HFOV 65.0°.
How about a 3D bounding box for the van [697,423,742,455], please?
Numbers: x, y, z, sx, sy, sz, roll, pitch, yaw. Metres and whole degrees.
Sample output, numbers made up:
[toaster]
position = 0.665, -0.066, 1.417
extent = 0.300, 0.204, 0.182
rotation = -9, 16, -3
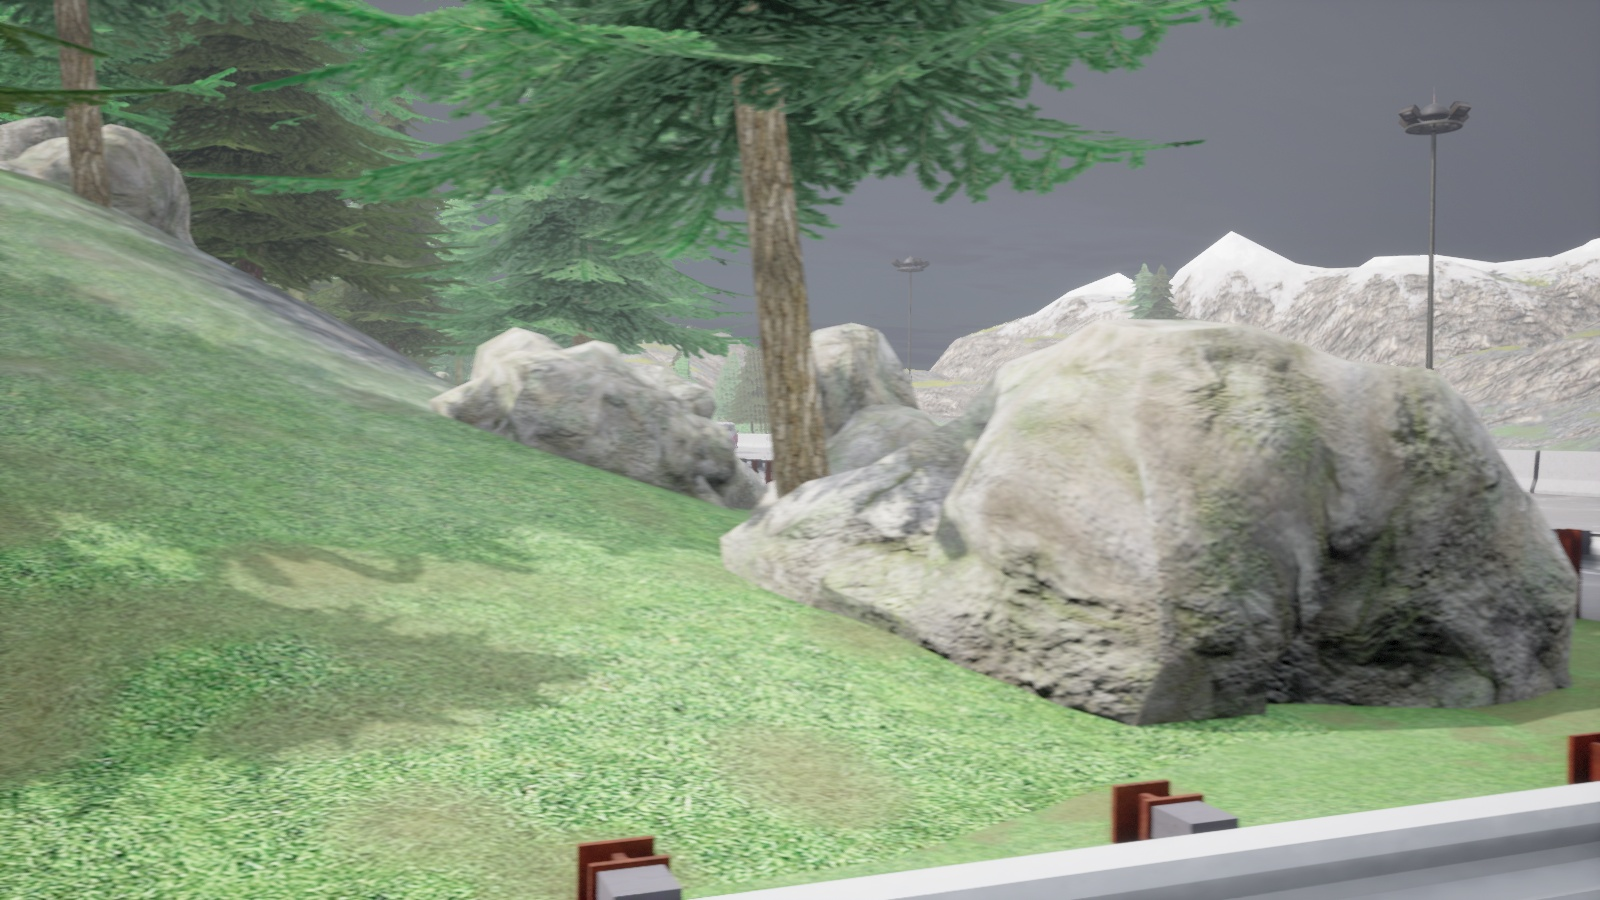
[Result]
[van]
position = -5.247, -0.715, 81.435
extent = 1.775, 1.987, 4.442
rotation = -1, 1, -19
